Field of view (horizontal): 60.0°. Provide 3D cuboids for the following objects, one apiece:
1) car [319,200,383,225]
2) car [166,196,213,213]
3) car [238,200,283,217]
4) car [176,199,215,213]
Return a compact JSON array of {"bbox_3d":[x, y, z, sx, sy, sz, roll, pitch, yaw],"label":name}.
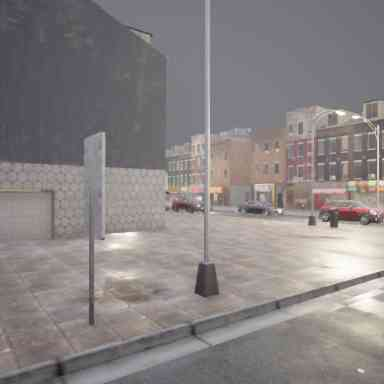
[{"bbox_3d":[11.833,1.397,24.552,2.097,1.767,4.553,0,0,-36],"label":"car"},{"bbox_3d":[-0.363,1.412,37.244,2.192,1.841,5.009,0,0,-35],"label":"car"},{"bbox_3d":[6.510,1.568,31.968,2.128,1.511,4.902,0,0,-35],"label":"car"},{"bbox_3d":[0.326,1.663,40.670,2.033,1.411,5.357,0,0,-35],"label":"car"}]
